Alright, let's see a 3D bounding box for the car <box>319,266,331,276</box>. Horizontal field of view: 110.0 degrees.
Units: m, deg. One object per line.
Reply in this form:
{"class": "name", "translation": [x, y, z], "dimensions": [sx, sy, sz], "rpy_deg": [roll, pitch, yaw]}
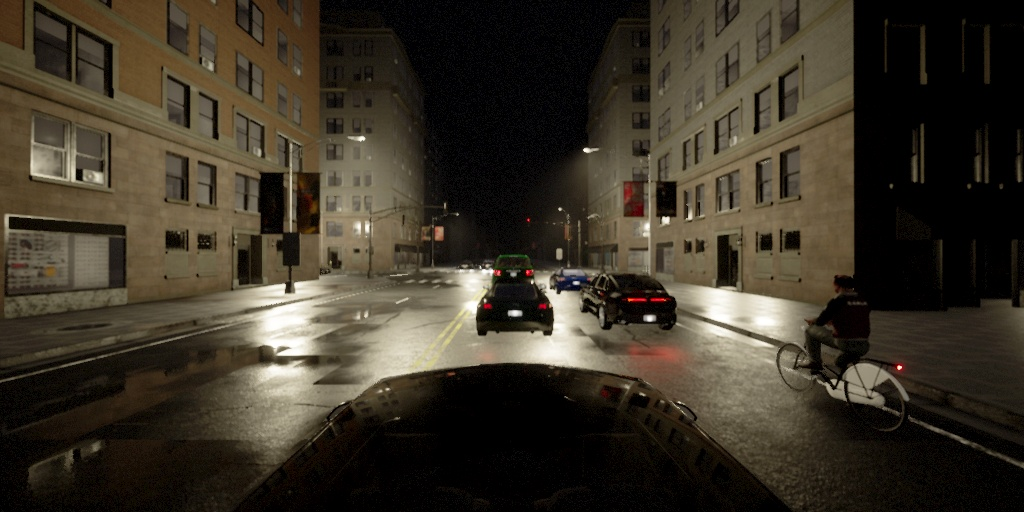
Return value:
{"class": "car", "translation": [-20.075, 1.292, 35.125], "dimensions": [4.181, 1.385, 1.994], "rpy_deg": [0, 0, 0]}

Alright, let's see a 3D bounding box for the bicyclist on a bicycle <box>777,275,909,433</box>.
{"class": "bicyclist on a bicycle", "translation": [4.139, 1.120, 4.681], "dimensions": [0.659, 1.776, 1.843], "rpy_deg": [0, 0, 0]}

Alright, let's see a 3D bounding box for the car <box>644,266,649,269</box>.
{"class": "car", "translation": [16.292, 1.333, 37.992], "dimensions": [4.674, 1.442, 1.812], "rpy_deg": [0, 0, 0]}

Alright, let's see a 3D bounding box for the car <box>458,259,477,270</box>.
{"class": "car", "translation": [-6.678, 1.286, 52.993], "dimensions": [1.812, 1.442, 4.674], "rpy_deg": [0, 0, 0]}

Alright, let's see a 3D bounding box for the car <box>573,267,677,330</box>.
{"class": "car", "translation": [3.331, 1.255, 11.092], "dimensions": [1.837, 1.490, 4.892], "rpy_deg": [0, 0, 0]}

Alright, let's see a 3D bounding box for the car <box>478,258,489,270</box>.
{"class": "car", "translation": [-3.433, 1.251, 53.067], "dimensions": [2.128, 1.511, 4.902], "rpy_deg": [0, 0, 0]}

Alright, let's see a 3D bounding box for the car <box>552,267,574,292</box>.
{"class": "car", "translation": [3.218, 1.315, 19.988], "dimensions": [1.994, 1.385, 4.181], "rpy_deg": [0, 0, 0]}

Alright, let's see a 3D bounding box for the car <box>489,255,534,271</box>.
{"class": "car", "translation": [0.069, 0.972, 19.837], "dimensions": [2.150, 2.045, 5.566], "rpy_deg": [0, 0, 0]}

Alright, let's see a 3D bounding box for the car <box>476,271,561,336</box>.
{"class": "car", "translation": [0.083, 1.314, 10.424], "dimensions": [1.994, 1.385, 4.181], "rpy_deg": [0, 0, 0]}
